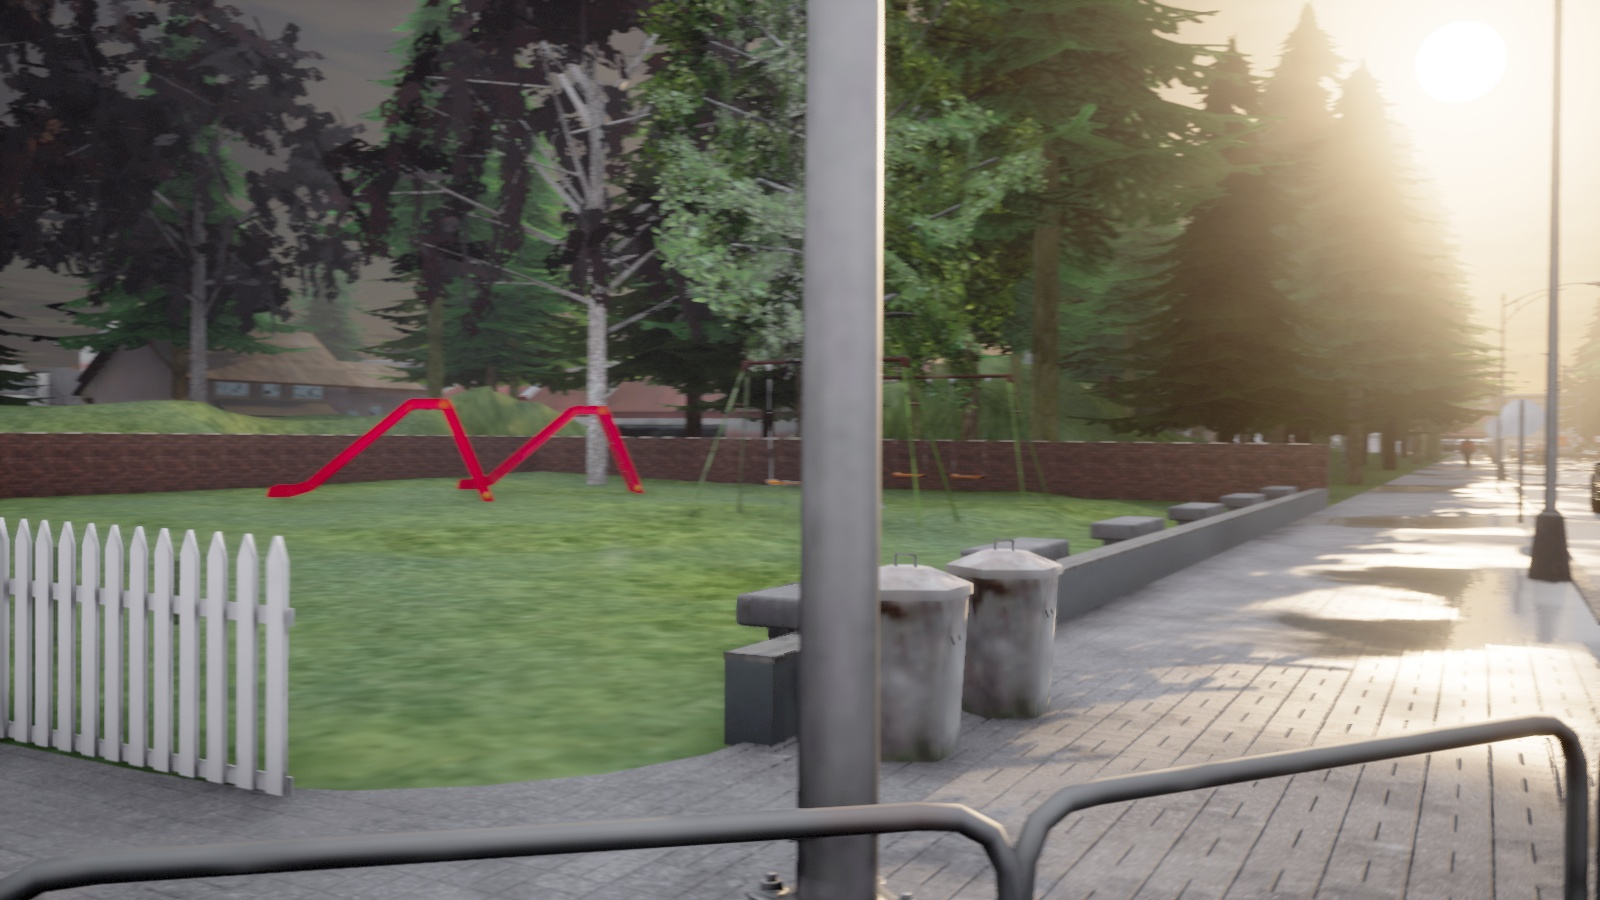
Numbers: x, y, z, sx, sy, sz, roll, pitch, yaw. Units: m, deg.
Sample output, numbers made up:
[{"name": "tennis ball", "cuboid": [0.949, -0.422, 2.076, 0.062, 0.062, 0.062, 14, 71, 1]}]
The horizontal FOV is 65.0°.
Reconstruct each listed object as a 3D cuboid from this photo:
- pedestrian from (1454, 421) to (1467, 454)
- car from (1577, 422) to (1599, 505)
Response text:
[{"name": "pedestrian", "cuboid": [37.303, -0.705, 70.927, 0.634, 1.844, 0.899, 0, 1, 27]}, {"name": "car", "cuboid": [17.956, 0.222, 26.786, 2.033, 1.649, 4.856, 0, 1, 28]}]
